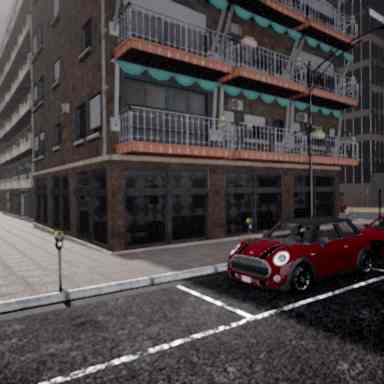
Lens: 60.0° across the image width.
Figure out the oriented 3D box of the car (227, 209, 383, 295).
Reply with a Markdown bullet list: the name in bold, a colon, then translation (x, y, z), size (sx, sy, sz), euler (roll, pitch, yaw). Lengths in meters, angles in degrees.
- **car**: translation (2.831, 1.411, 8.590), size (4.097, 1.590, 1.967), euler (0, 0, -35)

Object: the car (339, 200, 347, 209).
- **car**: translation (16.587, 1.603, 40.687), size (1.967, 1.590, 4.097), euler (-2, 0, -36)
